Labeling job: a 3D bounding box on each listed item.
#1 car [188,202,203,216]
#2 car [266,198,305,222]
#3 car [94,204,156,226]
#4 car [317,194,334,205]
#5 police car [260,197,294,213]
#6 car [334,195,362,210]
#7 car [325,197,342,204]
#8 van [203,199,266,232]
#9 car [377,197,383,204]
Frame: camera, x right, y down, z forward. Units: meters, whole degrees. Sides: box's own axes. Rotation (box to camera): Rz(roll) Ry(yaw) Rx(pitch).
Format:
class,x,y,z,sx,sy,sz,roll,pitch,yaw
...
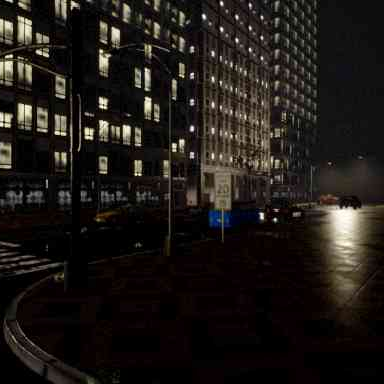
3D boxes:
class,x,y,z,sx,sy,sz,roll,pitch,yaw
car,1.382,1.604,31.653,1.802,1.307,4.206,0,0,38
car,7.628,1.472,26.848,1.967,1.590,4.097,0,0,38
car,-4.723,1.540,23.928,1.752,1.417,4.829,0,0,38
car,25.129,1.381,62.523,2.192,1.841,5.009,0,0,38
police car,9.997,1.459,38.644,1.930,1.638,5.238,0,0,38
car,21.197,1.369,44.488,2.192,1.841,5.009,0,0,38
car,28.521,1.625,66.932,2.008,1.369,4.403,0,0,38
van,2.668,1.368,20.217,1.690,1.788,3.998,0,0,38
car,38.158,1.659,66.536,1.947,1.339,4.313,0,0,38
